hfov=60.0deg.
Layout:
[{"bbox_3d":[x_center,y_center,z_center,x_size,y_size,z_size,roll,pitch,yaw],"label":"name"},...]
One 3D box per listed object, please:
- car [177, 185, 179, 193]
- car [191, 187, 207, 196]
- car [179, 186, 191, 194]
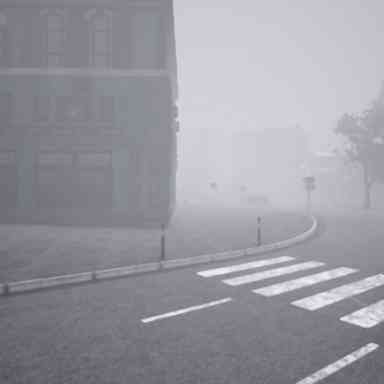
[{"bbox_3d":[-3.266,-0.745,70.862,1.946,1.575,5.366,6,2,11],"label":"car"},{"bbox_3d":[1.935,-0.153,67.877,2.231,1.521,4.892,5,2,11],"label":"car"},{"bbox_3d":[-0.646,-0.409,69.467,2.002,1.452,4.674,6,2,11],"label":"car"}]
